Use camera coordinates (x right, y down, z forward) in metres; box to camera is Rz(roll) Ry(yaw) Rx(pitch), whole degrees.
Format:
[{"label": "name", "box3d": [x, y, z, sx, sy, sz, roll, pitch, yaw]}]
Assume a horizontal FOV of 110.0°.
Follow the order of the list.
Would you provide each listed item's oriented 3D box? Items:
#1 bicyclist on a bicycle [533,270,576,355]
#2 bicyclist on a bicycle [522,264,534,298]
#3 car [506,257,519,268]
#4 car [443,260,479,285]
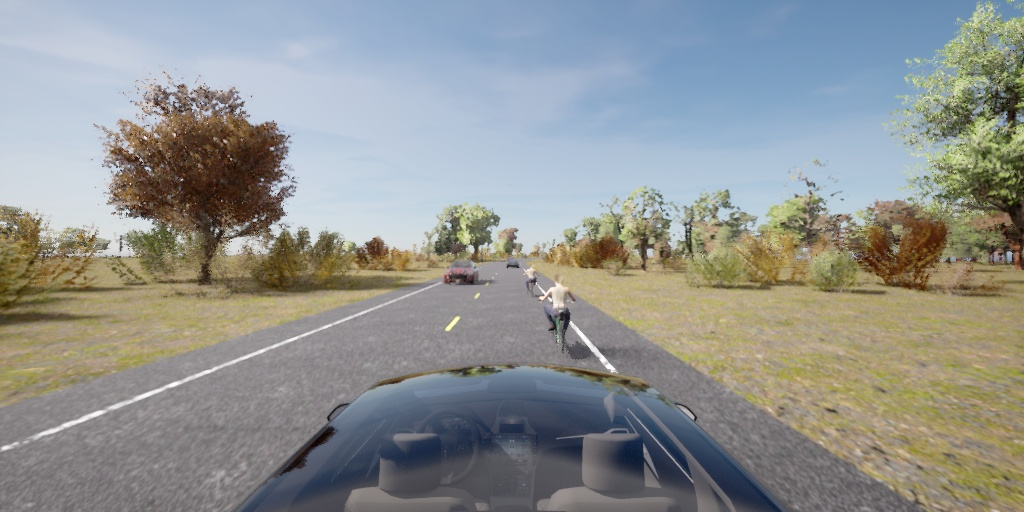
[{"label": "bicyclist on a bicycle", "box3d": [0.987, 1.187, 7.678, 0.866, 1.612, 1.509, 0, 0, 0]}, {"label": "bicyclist on a bicycle", "box3d": [0.946, 1.186, 17.557, 0.866, 1.612, 1.509, 0, 0, 0]}, {"label": "car", "box3d": [0.118, 1.267, 59.960, 1.994, 1.385, 4.181, 0, 0, 1]}, {"label": "car", "box3d": [-3.589, 1.099, 25.953, 2.097, 1.767, 4.553, 0, 0, 0]}]
